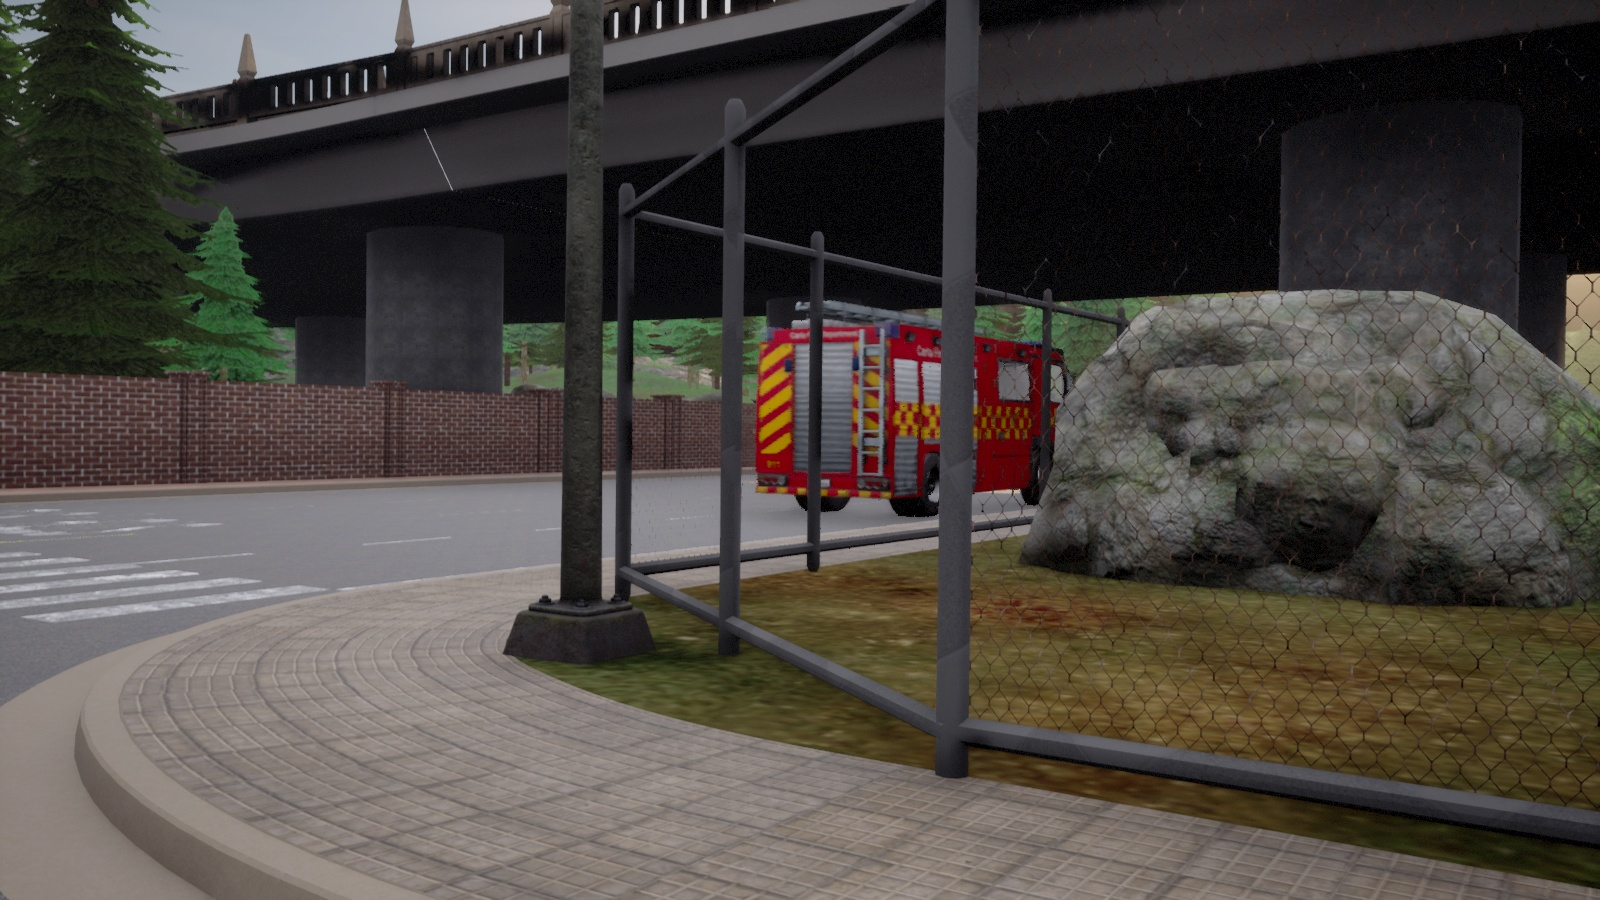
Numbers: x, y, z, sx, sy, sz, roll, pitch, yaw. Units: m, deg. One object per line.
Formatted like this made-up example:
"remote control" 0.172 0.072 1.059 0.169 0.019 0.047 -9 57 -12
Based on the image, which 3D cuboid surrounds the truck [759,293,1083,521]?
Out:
"truck" 2.812 -0.798 25.496 2.891 3.827 8.468 0 1 34
